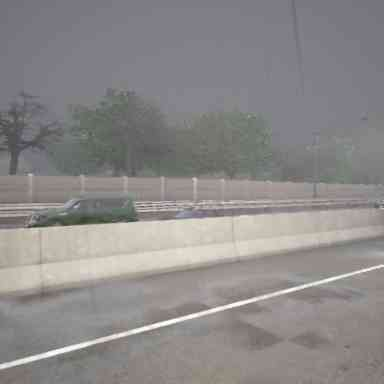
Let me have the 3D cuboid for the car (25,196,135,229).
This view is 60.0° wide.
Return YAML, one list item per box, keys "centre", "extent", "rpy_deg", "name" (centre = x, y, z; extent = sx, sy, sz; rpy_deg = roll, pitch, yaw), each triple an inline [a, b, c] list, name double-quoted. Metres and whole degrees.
- centre: [-5.502, 1.223, 17.257]
  extent: [5.566, 2.045, 2.150]
  rpy_deg: [0, 0, -35]
  name: "car"

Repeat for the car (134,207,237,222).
- centre: [0.085, 1.551, 16.934]
  extent: [5.357, 1.411, 2.033]
  rpy_deg: [0, 0, -35]
  name: "car"

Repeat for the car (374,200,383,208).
- centre: [26.288, 1.571, 43.930]
  extent: [5.357, 1.411, 2.033]
  rpy_deg: [0, 0, -35]
  name: "car"

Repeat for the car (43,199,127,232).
- centre: [-6.622, 1.354, 20.754]
  extent: [4.553, 1.767, 2.097]
  rpy_deg: [0, 0, -35]
  name: "car"
